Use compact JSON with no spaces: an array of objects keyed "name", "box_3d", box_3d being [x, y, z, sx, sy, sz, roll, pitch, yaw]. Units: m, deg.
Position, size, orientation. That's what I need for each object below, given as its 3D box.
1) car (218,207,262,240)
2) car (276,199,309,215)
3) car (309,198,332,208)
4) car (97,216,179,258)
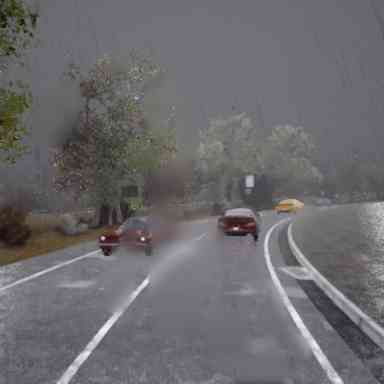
[{"name":"car","box_3d":[2.594,1.501,17.367,1.882,1.535,5.008,-2,0,15]},{"name":"car","box_3d":[10.182,1.456,34.141,1.882,1.535,5.008,-4,-2,32]},{"name":"car","box_3d":[19.043,1.553,49.406,4.181,1.385,1.994,-1,-3,-41]},{"name":"car","box_3d":[-1.933,1.672,13.337,1.895,1.301,4.718,-1,-1,11]}]
